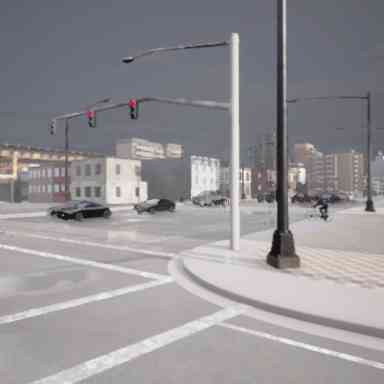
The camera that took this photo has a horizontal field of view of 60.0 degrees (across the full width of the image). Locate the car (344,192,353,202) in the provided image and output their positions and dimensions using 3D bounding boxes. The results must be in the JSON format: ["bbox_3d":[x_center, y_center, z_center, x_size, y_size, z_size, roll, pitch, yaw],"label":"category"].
[{"bbox_3d":[24.416,0.780,53.141,1.812,1.442,4.674,0,0,37],"label":"car"}]

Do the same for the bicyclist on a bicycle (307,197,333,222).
[{"bbox_3d":[8.239,1.121,21.513,1.656,1.620,0.582,-1,0,37],"label":"bicyclist on a bicycle"}]

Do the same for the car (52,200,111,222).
[{"bbox_3d":[-8.523,1.535,26.601,1.994,1.385,4.181,0,0,37],"label":"car"}]

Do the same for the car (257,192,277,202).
[{"bbox_3d":[12.443,0.737,54.638,2.097,1.767,4.553,0,1,37],"label":"car"}]

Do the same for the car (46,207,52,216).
[{"bbox_3d":[-10.497,1.465,29.813,2.128,1.511,4.902,0,1,37],"label":"car"}]

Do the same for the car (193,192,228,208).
[{"bbox_3d":[2.696,1.164,41.678,2.128,1.511,4.902,0,1,37],"label":"car"}]

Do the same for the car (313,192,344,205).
[{"bbox_3d":[18.721,0.952,45.382,2.033,1.411,5.357,0,1,37],"label":"car"}]

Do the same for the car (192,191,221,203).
[{"bbox_3d":[2.239,0.843,46.931,2.150,2.045,5.566,0,1,37],"label":"car"}]

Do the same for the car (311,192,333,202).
[{"bbox_3d":[21.607,0.818,55.229,2.033,1.411,5.357,0,0,37],"label":"car"}]

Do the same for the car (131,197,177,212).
[{"bbox_3d":[-4.287,1.361,38.170,2.033,1.411,5.357,0,1,37],"label":"car"}]

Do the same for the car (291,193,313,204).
[{"bbox_3d":[15.463,0.938,46.878,1.837,1.490,4.892,0,1,37],"label":"car"}]

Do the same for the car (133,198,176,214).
[{"bbox_3d":[-3.539,1.382,33.305,1.812,1.442,4.674,0,1,37],"label":"car"}]
